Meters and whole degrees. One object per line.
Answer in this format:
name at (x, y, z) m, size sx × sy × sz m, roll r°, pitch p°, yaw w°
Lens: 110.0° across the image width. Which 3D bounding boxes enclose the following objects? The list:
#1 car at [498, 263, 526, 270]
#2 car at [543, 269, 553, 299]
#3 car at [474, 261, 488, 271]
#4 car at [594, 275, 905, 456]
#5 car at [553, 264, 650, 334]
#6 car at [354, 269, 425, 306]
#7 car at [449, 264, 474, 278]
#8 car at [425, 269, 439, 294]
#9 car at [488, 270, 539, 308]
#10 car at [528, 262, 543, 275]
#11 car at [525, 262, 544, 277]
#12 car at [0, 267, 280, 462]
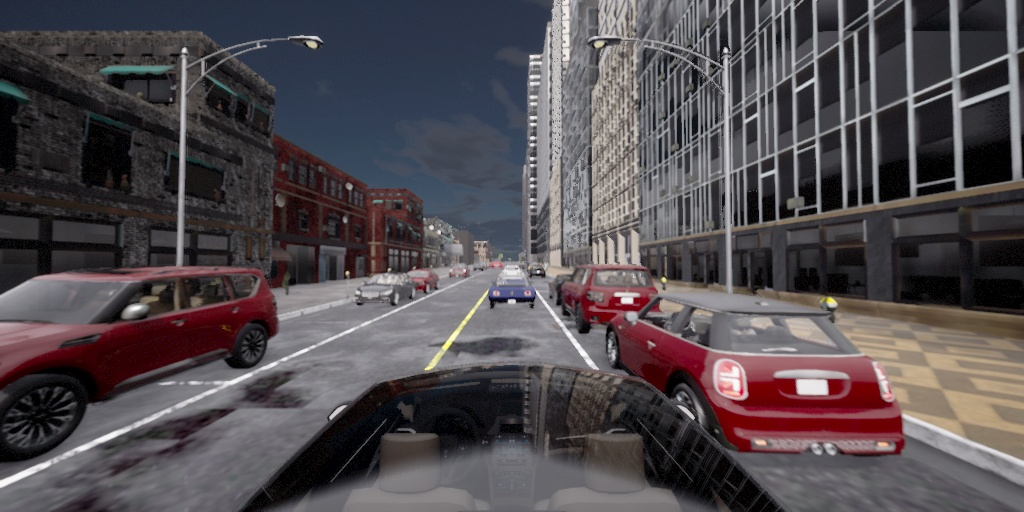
car at (0.009, 1.559, 31.249) m, size 1.812 × 1.442 × 4.674 m, roll 0°, pitch 0°, yaw 0°
car at (2.694, 1.456, 16.449) m, size 1.948 × 1.339 × 4.313 m, roll 0°, pitch 0°, yaw 0°
car at (-5.679, 1.894, 61.656) m, size 1.948 × 1.339 × 4.313 m, roll 0°, pitch 0°, yaw 0°
car at (2.692, 1.223, 5.162) m, size 1.967 × 1.591 × 4.097 m, roll 0°, pitch 0°, yaw 0°
car at (2.693, 1.151, 10.806) m, size 2.192 × 1.841 × 5.009 m, roll 0°, pitch 0°, yaw 0°
car at (-5.686, 1.442, 16.507) m, size 2.007 × 1.370 × 4.403 m, roll 0°, pitch 0°, yaw 0°
car at (-5.683, 1.549, 39.082) m, size 1.967 × 1.591 × 4.097 m, roll 0°, pitch 0°, yaw 0°
car at (-5.685, 1.490, 22.150) m, size 1.888 × 1.381 × 4.507 m, roll 0°, pitch 0°, yaw 0°
car at (0.004, 1.487, 15.980) m, size 1.895 × 1.301 × 4.718 m, roll 0°, pitch -1°, yaw 0°
car at (3.159, 1.667, 49.481) m, size 1.801 × 1.575 × 5.366 m, roll 0°, pitch -1°, yaw 0°
car at (2.698, 1.674, 39.024) m, size 1.948 × 1.339 × 4.313 m, roll 0°, pitch 0°, yaw 0°
car at (-5.688, 1.098, 5.220) m, size 2.192 × 1.841 × 5.009 m, roll 0°, pitch 0°, yaw 0°
